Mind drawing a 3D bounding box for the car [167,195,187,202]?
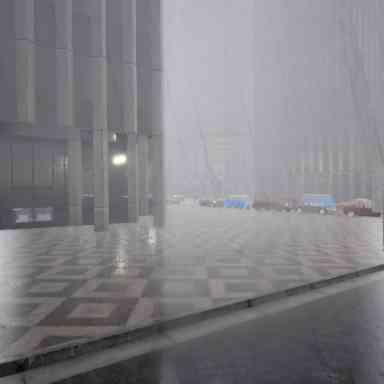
[{"bbox_3d":[-3.210,1.257,69.815,2.008,1.369,4.403,-1,1,-36],"label":"car"}]

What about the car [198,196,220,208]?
[{"bbox_3d":[2.684,1.371,46.881,1.967,1.590,4.097,-1,1,-36],"label":"car"}]

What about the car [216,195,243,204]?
[{"bbox_3d":[6.325,1.296,56.466,1.752,1.417,4.829,-1,1,-36],"label":"car"}]

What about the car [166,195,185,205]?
[{"bbox_3d":[-3.742,1.438,55.872,2.008,1.369,4.403,-1,1,-36],"label":"car"}]

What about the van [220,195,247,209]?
[{"bbox_3d":[5.896,1.294,42.386,1.690,1.788,3.998,-1,1,-36],"label":"van"}]

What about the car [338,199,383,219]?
[{"bbox_3d":[15.538,1.566,28.903,1.887,1.381,4.507,-1,1,-36],"label":"car"}]

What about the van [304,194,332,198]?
[{"bbox_3d":[16.056,1.178,42.838,1.690,1.788,3.998,-1,1,-36],"label":"van"}]

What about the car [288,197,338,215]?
[{"bbox_3d":[12.324,1.549,33.398,2.008,1.369,4.403,-1,1,-36],"label":"car"}]

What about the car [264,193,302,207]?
[{"bbox_3d":[12.844,1.130,47.334,2.192,1.841,5.009,-1,1,-36],"label":"car"}]

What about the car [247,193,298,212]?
[{"bbox_3d":[9.109,1.290,37.890,2.192,1.841,5.009,-1,1,-36],"label":"car"}]
